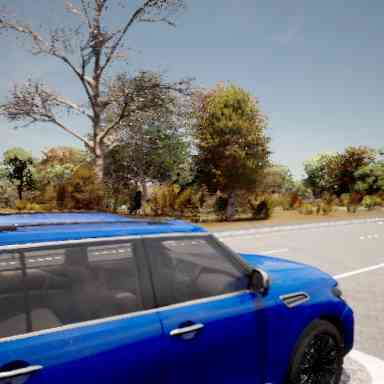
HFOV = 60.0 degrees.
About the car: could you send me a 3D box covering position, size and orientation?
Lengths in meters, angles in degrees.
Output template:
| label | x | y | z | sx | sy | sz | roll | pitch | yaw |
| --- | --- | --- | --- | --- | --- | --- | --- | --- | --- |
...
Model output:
| label | x | y | z | sx | sy | sz | roll | pitch | yaw |
| --- | --- | --- | --- | --- | --- | --- | --- | --- | --- |
| car | -0.728 | 1.221 | 3.240 | 5.566 | 2.045 | 2.150 | 0 | 0 | -35 |
